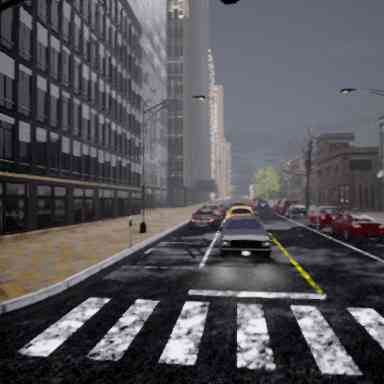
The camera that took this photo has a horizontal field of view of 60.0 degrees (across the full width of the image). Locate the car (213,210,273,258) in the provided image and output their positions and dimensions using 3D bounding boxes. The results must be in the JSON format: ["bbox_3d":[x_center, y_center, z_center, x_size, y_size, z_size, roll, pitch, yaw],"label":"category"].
[{"bbox_3d":[2.158,1.692,13.734,2.033,1.411,5.357,0,-1,8],"label":"car"}]

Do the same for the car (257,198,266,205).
[{"bbox_3d":[17.359,2.422,83.245,1.967,1.590,4.097,0,-1,8],"label":"car"}]

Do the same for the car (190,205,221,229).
[{"bbox_3d":[0.920,1.877,23.897,1.802,1.307,4.206,0,-1,8],"label":"car"}]

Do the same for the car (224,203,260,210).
[{"bbox_3d":[3.471,1.753,23.436,1.882,1.535,5.008,0,-1,8],"label":"car"}]

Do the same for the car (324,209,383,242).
[{"bbox_3d":[8.486,1.744,17.282,1.802,1.307,4.206,0,-1,8],"label":"car"}]

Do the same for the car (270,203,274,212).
[{"bbox_3d":[12.186,1.837,44.771,2.192,1.841,5.009,0,-1,8],"label":"car"}]

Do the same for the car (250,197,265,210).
[{"bbox_3d":[11.168,1.907,56.748,2.150,2.045,5.566,0,-1,8],"label":"car"}]

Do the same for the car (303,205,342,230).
[{"bbox_3d":[9.226,1.677,22.783,1.967,1.590,4.097,0,-1,8],"label":"car"}]

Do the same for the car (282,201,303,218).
[{"bbox_3d":[10.705,1.933,33.773,2.008,1.369,4.403,0,-1,8],"label":"car"}]

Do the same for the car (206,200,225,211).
[{"bbox_3d":[1.661,1.808,29.394,1.967,1.590,4.097,0,-1,8],"label":"car"}]

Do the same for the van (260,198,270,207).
[{"bbox_3d":[15.881,2.196,72.253,1.690,1.788,3.998,0,-1,8],"label":"van"}]

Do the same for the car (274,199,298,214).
[{"bbox_3d":[11.446,1.768,39.272,2.192,1.841,5.009,0,-1,8],"label":"car"}]

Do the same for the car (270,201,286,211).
[{"bbox_3d":[12.946,2.118,50.433,1.752,1.417,4.829,0,-1,8],"label":"car"}]

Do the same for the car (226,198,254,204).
[{"bbox_3d":[4.787,1.757,33.200,2.097,1.767,4.553,0,-1,8],"label":"car"}]

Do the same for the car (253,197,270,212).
[{"bbox_3d":[9.818,1.912,46.707,2.097,1.767,4.553,0,-1,8],"label":"car"}]
